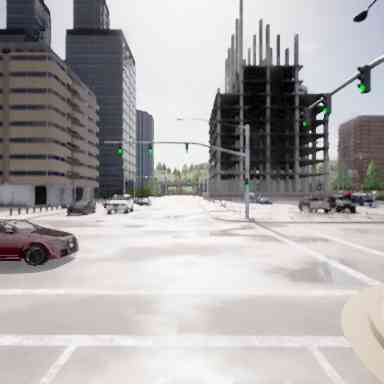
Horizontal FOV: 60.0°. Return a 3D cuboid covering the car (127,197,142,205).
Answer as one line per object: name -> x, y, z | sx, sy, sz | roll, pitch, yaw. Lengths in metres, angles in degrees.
car -> -11.652, 1.790, 67.721 | 2.033, 1.411, 5.357 | 0, 0, 0

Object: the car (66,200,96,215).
car -> -11.513, 1.603, 34.885 | 1.882, 1.535, 5.008 | 0, 0, 0

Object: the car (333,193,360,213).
car -> 16.019, 1.285, 35.996 | 1.905, 1.878, 3.866 | 0, 0, 0

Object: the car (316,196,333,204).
car -> 27.275, 1.609, 68.603 | 1.784, 1.438, 3.905 | 0, 0, 0

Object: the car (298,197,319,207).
car -> 18.664, 1.587, 53.471 | 1.970, 1.475, 3.806 | 0, 0, 0

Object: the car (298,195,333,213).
car -> 13.124, 1.283, 36.040 | 1.932, 1.855, 4.605 | 0, 0, 0

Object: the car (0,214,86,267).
car -> -6.043, 1.605, 11.128 | 4.181, 1.385, 1.994 | 0, 0, -1

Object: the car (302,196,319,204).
car -> 24.380, 1.641, 68.593 | 1.970, 1.475, 3.806 | 0, 0, 0

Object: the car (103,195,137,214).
car -> -8.034, 1.358, 37.662 | 2.150, 2.045, 5.566 | 0, 0, 0

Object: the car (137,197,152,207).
car -> -8.129, 1.755, 57.824 | 2.033, 1.411, 5.357 | 0, 0, 0

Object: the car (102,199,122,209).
car -> -11.605, 1.775, 48.535 | 1.895, 1.301, 4.718 | 0, 0, 0
